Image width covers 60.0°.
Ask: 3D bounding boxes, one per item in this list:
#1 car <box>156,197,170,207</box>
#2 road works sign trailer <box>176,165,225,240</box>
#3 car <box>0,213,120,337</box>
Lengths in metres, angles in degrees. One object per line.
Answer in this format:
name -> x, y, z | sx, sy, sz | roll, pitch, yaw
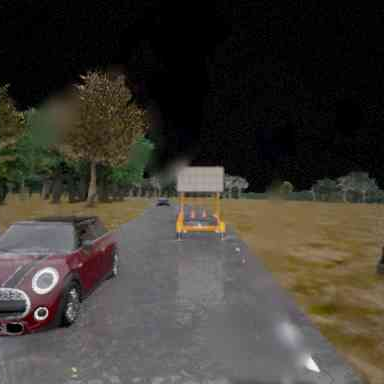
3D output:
car -> -4.211, 1.468, 48.427 | 2.033, 1.411, 5.357 | 0, 0, -6
road works sign trailer -> 0.412, 0.437, 16.668 | 2.380, 3.560, 2.880 | 0, 0, 0
car -> -2.992, 1.337, 6.953 | 2.097, 1.767, 4.553 | 0, 0, 1
